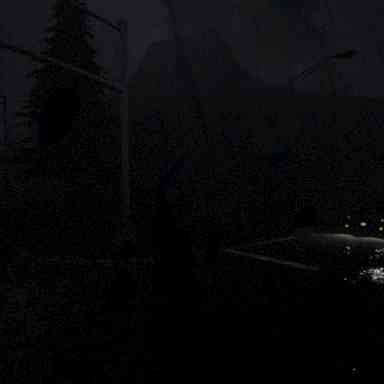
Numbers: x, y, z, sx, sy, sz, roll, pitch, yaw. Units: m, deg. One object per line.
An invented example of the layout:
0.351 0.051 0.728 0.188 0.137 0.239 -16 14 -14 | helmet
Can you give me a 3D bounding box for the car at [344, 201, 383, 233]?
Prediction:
8.855 1.142 15.379 4.181 1.385 1.994 -1 2 -38 | car
